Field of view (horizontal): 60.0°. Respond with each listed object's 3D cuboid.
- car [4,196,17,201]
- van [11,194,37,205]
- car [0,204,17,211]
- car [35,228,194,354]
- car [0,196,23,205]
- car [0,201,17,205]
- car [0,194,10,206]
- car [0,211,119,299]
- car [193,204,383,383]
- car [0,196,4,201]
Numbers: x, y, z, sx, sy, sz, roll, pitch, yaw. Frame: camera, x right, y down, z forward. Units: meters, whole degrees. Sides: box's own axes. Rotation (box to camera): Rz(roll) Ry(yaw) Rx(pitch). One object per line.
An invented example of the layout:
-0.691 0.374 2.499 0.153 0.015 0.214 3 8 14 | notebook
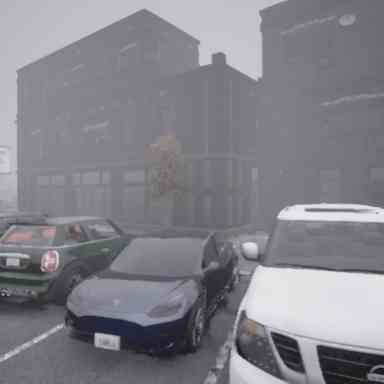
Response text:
-27.274 1.703 47.259 4.792 1.488 2.163 0 1 16 | car
-33.887 1.514 67.133 4.442 1.987 1.878 -1 0 16 | van
-5.114 1.386 10.161 2.185 1.767 4.553 0 -1 18 | car
-0.347 1.516 6.491 2.163 1.488 4.792 0 -1 18 | car
-35.580 1.619 64.677 4.553 1.767 2.185 -1 -1 16 | car
-9.841 1.414 13.885 2.185 1.767 4.553 0 -1 17 | car
-37.303 1.498 62.222 5.566 2.045 2.435 -1 -1 16 | car
-2.737 1.373 8.328 2.185 1.767 4.553 0 -1 18 | car
2.028 1.224 4.661 2.435 2.045 5.566 0 -1 18 | car
-28.958 1.429 44.876 5.566 2.045 2.435 0 0 16 | car
